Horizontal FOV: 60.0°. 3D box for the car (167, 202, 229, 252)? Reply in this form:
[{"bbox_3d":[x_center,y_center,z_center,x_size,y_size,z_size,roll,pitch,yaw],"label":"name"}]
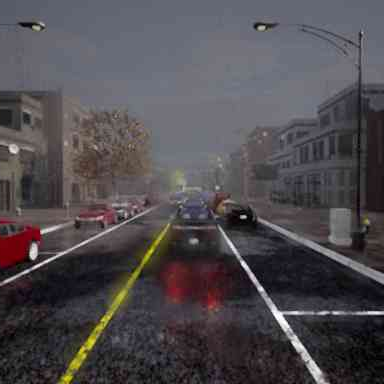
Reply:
[{"bbox_3d":[0.092,1.350,13.150,2.128,1.511,4.902,0,1,1],"label":"car"}]

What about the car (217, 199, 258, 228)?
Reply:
[{"bbox_3d":[2.762,1.353,19.902,1.947,1.339,4.313,-1,1,0],"label":"car"}]

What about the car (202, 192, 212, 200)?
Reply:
[{"bbox_3d":[2.930,0.838,64.456,1.752,1.417,4.829,-1,1,0],"label":"car"}]

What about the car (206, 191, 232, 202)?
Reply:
[{"bbox_3d":[2.802,0.985,30.996,2.192,1.841,5.009,-1,1,0],"label":"car"}]

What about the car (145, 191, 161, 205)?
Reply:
[{"bbox_3d":[-5.516,0.806,47.669,2.192,1.841,5.009,-1,1,0],"label":"car"}]

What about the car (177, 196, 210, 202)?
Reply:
[{"bbox_3d":[0.118,1.269,26.126,2.033,1.411,5.357,0,1,1],"label":"car"}]

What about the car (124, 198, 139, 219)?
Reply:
[{"bbox_3d":[-5.598,1.278,25.479,2.008,1.369,4.403,-1,1,0],"label":"car"}]

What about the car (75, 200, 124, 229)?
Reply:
[{"bbox_3d":[-5.618,1.368,19.932,1.802,1.307,4.206,-1,1,0],"label":"car"}]

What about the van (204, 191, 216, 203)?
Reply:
[{"bbox_3d":[2.885,0.774,53.188,1.690,1.788,3.998,-1,1,0],"label":"van"}]

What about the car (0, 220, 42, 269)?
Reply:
[{"bbox_3d":[-5.660,1.449,8.836,1.887,1.381,4.507,-1,1,0],"label":"car"}]

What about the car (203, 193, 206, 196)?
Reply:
[{"bbox_3d":[2.867,1.016,47.812,1.752,1.417,4.829,-1,1,0],"label":"car"}]

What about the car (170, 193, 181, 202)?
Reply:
[{"bbox_3d":[-2.822,0.920,58.776,2.033,1.411,5.357,0,1,1],"label":"car"}]

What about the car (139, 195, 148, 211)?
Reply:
[{"bbox_3d":[-5.576,1.250,31.028,1.802,1.307,4.206,-1,1,0],"label":"car"}]

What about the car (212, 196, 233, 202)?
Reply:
[{"bbox_3d":[2.784,1.252,25.619,1.752,1.417,4.829,-1,1,0],"label":"car"}]
